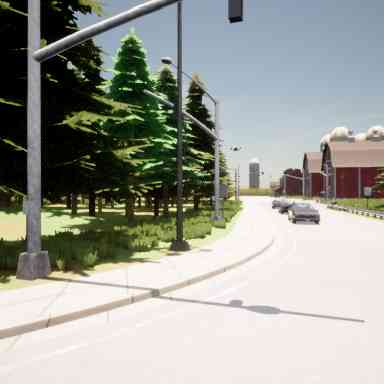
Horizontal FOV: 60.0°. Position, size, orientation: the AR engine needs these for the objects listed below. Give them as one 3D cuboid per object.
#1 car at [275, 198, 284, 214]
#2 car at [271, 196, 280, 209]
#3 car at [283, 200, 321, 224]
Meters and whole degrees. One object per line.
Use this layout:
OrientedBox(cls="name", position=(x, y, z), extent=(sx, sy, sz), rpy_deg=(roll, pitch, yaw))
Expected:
OrientedBox(cls="car", position=(10.116, 1.601, 34.804), extent=(1.895, 1.301, 4.718), rpy_deg=(0, 0, 10))
OrientedBox(cls="car", position=(11.786, 1.564, 44.727), extent=(1.994, 1.385, 4.181), rpy_deg=(0, 0, 9))
OrientedBox(cls="car", position=(8.389, 1.547, 25.308), extent=(2.033, 1.411, 5.357), rpy_deg=(0, 0, 10))
